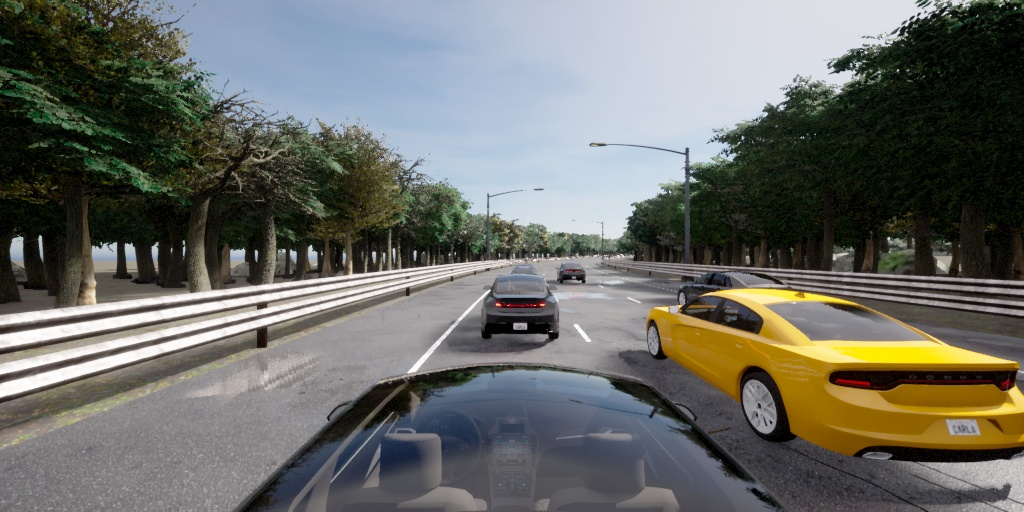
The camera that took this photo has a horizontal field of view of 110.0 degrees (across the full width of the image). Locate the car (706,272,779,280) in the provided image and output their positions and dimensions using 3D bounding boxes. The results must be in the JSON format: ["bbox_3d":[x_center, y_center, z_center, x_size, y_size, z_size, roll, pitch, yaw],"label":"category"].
[{"bbox_3d":[7.268,1.255,11.991,1.837,1.490,4.892,0,0,2],"label":"car"}]

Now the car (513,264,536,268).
[{"bbox_3d":[0.961,1.317,27.489,1.994,1.385,4.181,0,0,3],"label":"car"}]

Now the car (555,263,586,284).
[{"bbox_3d":[4.459,1.257,27.356,1.837,1.490,4.892,0,0,3],"label":"car"}]

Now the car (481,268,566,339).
[{"bbox_3d":[0.225,1.255,10.065,1.837,1.490,4.892,0,0,1],"label":"car"}]

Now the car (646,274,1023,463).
[{"bbox_3d":[3.652,1.227,5.363,1.882,1.535,5.008,0,0,0],"label":"car"}]
